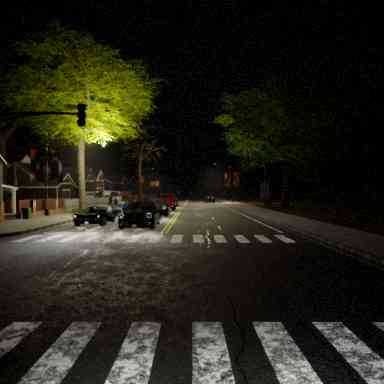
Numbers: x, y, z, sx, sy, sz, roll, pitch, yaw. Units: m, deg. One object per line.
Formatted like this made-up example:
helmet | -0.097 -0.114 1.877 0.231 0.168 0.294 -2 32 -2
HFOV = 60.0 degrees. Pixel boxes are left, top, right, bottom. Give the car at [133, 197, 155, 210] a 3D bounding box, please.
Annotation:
car | -6.369 1.486 44.625 2.128 1.511 4.902 0 0 1

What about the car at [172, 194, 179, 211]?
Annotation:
car | -3.143 1.215 41.216 2.150 2.045 5.566 0 0 1

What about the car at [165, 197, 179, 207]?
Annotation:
car | -3.056 1.501 51.655 1.837 1.490 4.892 0 0 1

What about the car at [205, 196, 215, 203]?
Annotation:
car | 3.677 1.506 67.636 1.837 1.490 4.892 0 0 1

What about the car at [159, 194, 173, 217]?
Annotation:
car | -3.196 1.343 30.856 2.097 1.767 4.553 0 0 0

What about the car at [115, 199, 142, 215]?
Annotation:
car | -6.420 1.518 33.997 1.812 1.442 4.674 0 0 0

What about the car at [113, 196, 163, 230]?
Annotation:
car | -3.246 1.345 20.981 2.097 1.767 4.553 0 0 0

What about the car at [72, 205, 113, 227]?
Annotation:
car | -6.487 1.594 22.689 1.895 1.301 4.718 0 0 0
